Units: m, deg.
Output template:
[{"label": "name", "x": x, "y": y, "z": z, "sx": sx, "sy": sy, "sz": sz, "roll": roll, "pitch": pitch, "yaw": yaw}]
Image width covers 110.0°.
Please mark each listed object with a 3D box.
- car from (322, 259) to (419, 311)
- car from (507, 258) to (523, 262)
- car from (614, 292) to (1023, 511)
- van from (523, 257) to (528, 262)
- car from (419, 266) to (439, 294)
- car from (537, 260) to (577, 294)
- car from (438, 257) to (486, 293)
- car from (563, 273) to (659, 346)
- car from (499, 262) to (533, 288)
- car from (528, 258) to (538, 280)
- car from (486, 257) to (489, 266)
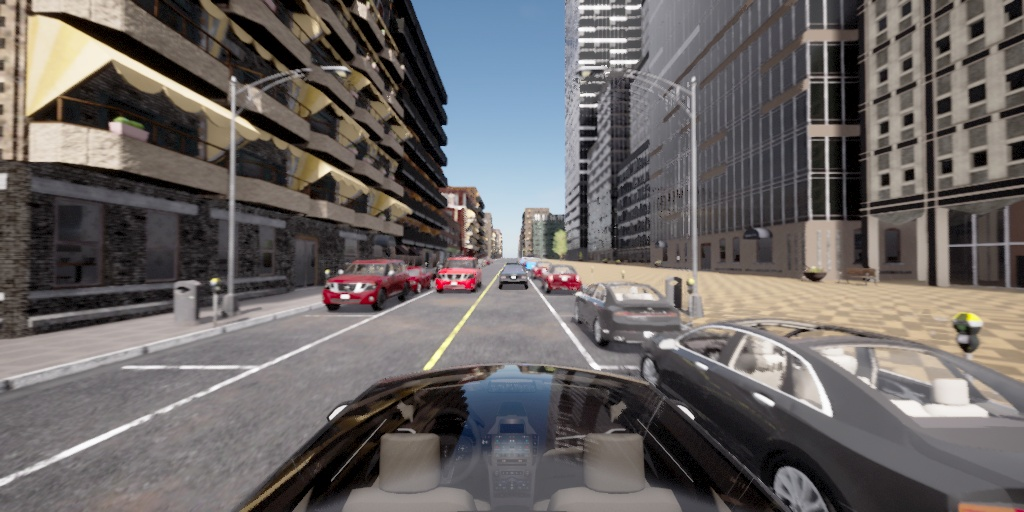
[{"label": "car", "x": -5.693, "y": 1.070, "z": 14.732, "sx": 2.192, "sy": 1.841, "sz": 5.009, "roll": 0, "pitch": 0, "yaw": 0}, {"label": "car", "x": 0.088, "y": 1.253, "z": 48.423, "sx": 1.882, "sy": 1.535, "sz": 5.008, "roll": 0, "pitch": 0, "yaw": 0}, {"label": "car", "x": 2.690, "y": 1.302, "z": 3.595, "sx": 2.007, "sy": 1.370, "sz": 4.403, "roll": 0, "pitch": 0, "yaw": 0}, {"label": "van", "x": 2.680, "y": 1.116, "z": 48.152, "sx": 1.690, "sy": 1.789, "sz": 3.998, "roll": 0, "pitch": 0, "yaw": 0}, {"label": "car", "x": -5.695, "y": 1.303, "z": 20.302, "sx": 1.888, "sy": 1.381, "sz": 4.507, "roll": 0, "pitch": 0, "yaw": 0}, {"label": "car", "x": 2.686, "y": 1.199, "z": 20.303, "sx": 1.967, "sy": 1.591, "sz": 4.097, "roll": 0, "pitch": 0, "yaw": 0}, {"label": "car", "x": -3.005, "y": 1.076, "z": 21.319, "sx": 2.150, "sy": 2.045, "sz": 5.566, "roll": 0, "pitch": 0, "yaw": 0}, {"label": "car", "x": 2.689, "y": 1.304, "z": 9.163, "sx": 2.007, "sy": 1.370, "sz": 4.403, "roll": 0, "pitch": 0, "yaw": 0}, {"label": "car", "x": 0.094, "y": 1.308, "z": 23.844, "sx": 2.033, "sy": 1.411, "sz": 5.357, "roll": 0, "pitch": 0, "yaw": 0}, {"label": "car", "x": 2.684, "y": 1.204, "z": 31.443, "sx": 1.967, "sy": 1.591, "sz": 4.097, "roll": 0, "pitch": 0, "yaw": 0}, {"label": "car", "x": -5.706, "y": 1.311, "z": 64.690, "sx": 1.751, "sy": 1.417, "sz": 4.829, "roll": 0, "pitch": 0, "yaw": 0}]
